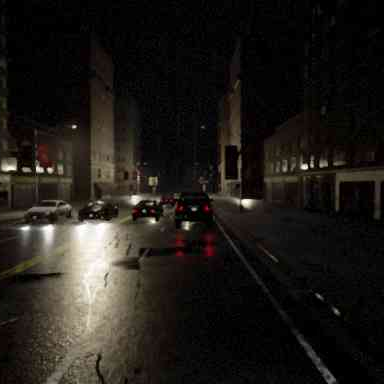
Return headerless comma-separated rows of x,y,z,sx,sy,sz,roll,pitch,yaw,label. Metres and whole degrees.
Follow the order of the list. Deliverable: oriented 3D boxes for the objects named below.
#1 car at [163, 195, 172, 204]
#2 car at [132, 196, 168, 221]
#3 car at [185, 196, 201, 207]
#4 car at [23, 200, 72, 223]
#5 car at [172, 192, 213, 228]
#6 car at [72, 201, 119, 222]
-3.136,1.068,43.125,2.033,1.411,5.357,0,1,0,car
-3.161,1.285,24.491,2.033,1.411,5.357,0,1,0,car
0.125,1.142,41.503,1.895,1.301,4.718,0,1,0,car
-9.776,1.277,23.045,1.812,1.442,4.674,0,1,1,car
0.112,1.001,20.626,2.150,2.045,5.566,0,1,0,car
-6.522,1.312,23.502,1.994,1.385,4.181,0,1,1,car
